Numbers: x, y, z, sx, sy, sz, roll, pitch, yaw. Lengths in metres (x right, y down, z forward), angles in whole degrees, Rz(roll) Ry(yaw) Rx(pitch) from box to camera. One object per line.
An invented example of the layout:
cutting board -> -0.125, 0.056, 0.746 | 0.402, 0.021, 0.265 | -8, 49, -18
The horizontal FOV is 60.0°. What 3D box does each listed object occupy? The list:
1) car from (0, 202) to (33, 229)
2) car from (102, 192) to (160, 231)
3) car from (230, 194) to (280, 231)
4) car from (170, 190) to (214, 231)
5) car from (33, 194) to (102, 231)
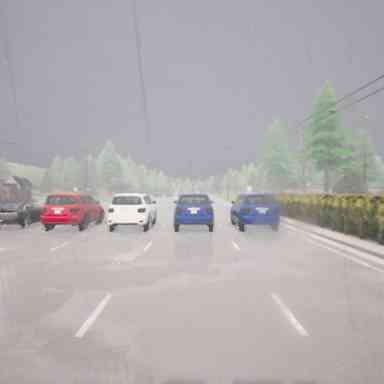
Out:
car -> -10.399, 1.371, 20.558 | 2.128, 1.511, 4.902 | 0, 0, 0
car -> -3.399, 1.106, 19.701 | 2.150, 2.045, 5.566 | 0, 0, 0
car -> 3.601, 1.106, 19.709 | 2.150, 2.045, 5.566 | 0, 0, 0
car -> 0.101, 1.105, 19.759 | 2.150, 2.045, 5.566 | 0, 0, 0
car -> -6.900, 1.105, 19.763 | 2.150, 2.045, 5.566 | 0, 0, 0
